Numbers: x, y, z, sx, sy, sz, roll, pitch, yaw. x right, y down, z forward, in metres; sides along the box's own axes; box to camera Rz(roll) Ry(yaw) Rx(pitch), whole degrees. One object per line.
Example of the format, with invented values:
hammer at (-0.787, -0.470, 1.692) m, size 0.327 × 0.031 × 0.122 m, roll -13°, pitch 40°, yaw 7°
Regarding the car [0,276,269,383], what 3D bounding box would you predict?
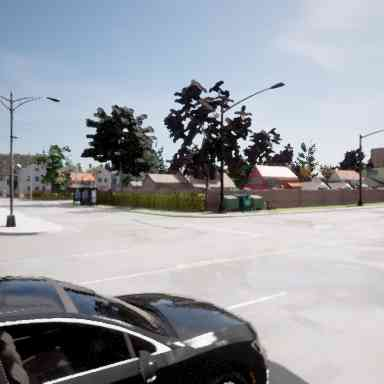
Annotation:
car at (-1.465, 1.506, 2.695) m, size 4.892 × 1.490 × 1.837 m, roll 0°, pitch 0°, yaw -36°
